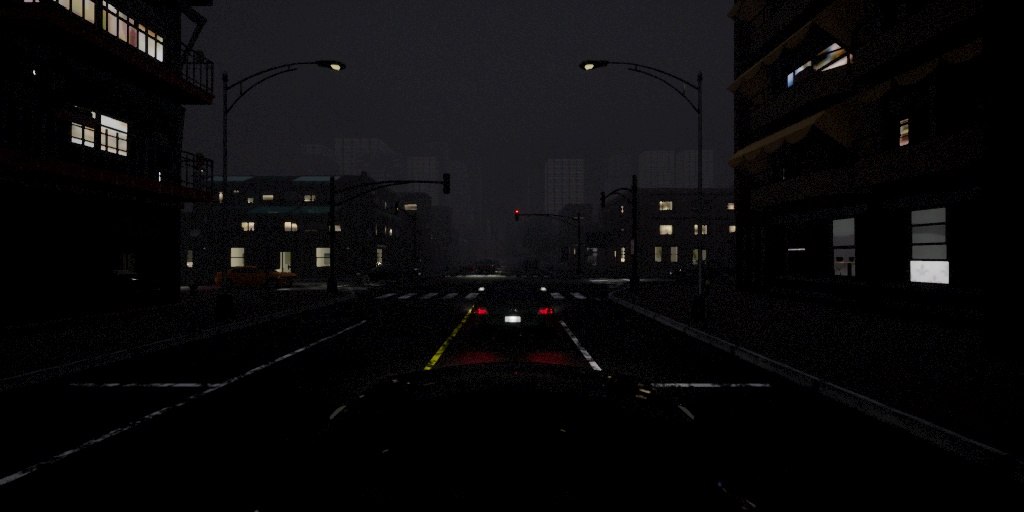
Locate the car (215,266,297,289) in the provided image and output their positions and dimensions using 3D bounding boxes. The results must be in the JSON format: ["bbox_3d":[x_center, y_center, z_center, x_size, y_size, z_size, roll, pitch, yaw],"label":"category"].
[{"bbox_3d":[-17.776,1.420,25.055,5.008,1.535,1.882,-1,0,0],"label":"car"}]

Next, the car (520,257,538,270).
[{"bbox_3d":[2.735,1.092,52.039,2.192,1.841,5.009,0,0,0],"label":"car"}]

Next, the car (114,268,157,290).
[{"bbox_3d":[-27.688,1.586,25.059,4.674,1.442,1.812,-1,0,0],"label":"car"}]

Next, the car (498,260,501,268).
[{"bbox_3d":[-3.049,1.323,50.990,2.033,1.411,5.357,0,0,0],"label":"car"}]

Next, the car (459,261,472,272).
[{"bbox_3d":[-5.738,1.316,46.525,1.888,1.381,4.507,0,0,0],"label":"car"}]

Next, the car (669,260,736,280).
[{"bbox_3d":[14.961,1.061,28.246,4.902,1.511,2.128,-1,0,0],"label":"car"}]

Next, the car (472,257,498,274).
[{"bbox_3d":[-3.001,1.117,40.711,2.097,1.767,4.553,0,0,-2],"label":"car"}]

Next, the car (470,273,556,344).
[{"bbox_3d":[0.016,1.315,9.647,1.994,1.385,4.181,0,0,0],"label":"car"}]

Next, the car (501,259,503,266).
[{"bbox_3d":[-3.022,1.336,61.825,2.033,1.411,5.357,0,0,1],"label":"car"}]

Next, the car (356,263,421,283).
[{"bbox_3d":[-9.705,1.314,28.253,4.902,1.511,2.128,-1,0,0],"label":"car"}]
